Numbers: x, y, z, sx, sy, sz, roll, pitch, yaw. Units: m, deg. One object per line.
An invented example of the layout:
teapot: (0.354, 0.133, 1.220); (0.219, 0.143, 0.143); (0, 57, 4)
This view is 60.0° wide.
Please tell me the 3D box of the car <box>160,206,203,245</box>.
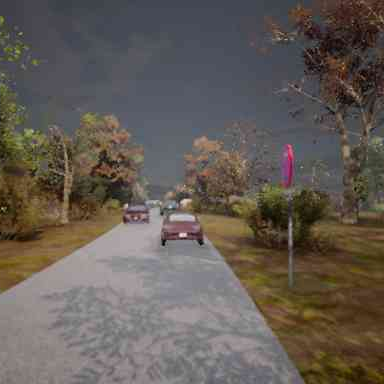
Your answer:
car: (-0.515, 1.612, 15.927); (1.812, 1.442, 4.674); (0, -1, -4)

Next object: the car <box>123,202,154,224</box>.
car: (-4.318, 1.757, 26.445); (1.994, 1.385, 4.181); (0, -1, -6)

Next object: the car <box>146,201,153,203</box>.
car: (-8.718, 2.558, 67.702); (1.882, 1.535, 5.008); (0, -2, -6)

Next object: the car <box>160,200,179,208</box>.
car: (-2.582, 1.715, 38.023); (2.097, 1.767, 4.553); (0, -1, -6)
